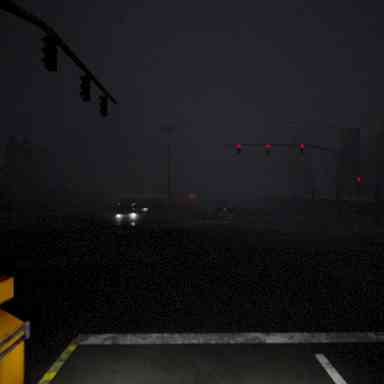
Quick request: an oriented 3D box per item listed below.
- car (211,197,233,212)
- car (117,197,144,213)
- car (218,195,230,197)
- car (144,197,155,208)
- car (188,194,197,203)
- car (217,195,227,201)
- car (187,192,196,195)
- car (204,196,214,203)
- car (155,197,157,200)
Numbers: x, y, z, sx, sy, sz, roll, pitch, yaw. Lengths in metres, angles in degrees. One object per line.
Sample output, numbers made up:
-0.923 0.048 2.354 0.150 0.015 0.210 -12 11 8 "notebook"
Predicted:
3.635 1.610 39.087 1.895 1.301 4.718 0 0 0 "car"
-7.056 1.361 37.567 2.097 1.767 4.553 0 0 0 "car"
7.061 1.493 68.113 1.882 1.535 5.008 0 0 0 "car"
-7.043 1.559 48.177 2.033 1.411 5.357 0 0 0 "car"
0.061 1.617 68.566 1.895 1.301 4.718 0 0 0 "car"
7.070 1.375 78.533 1.812 1.442 4.674 0 0 0 "car"
0.070 1.076 78.569 2.150 2.045 5.566 0 0 0 "car"
3.562 1.493 68.299 1.882 1.535 5.008 0 0 0 "car"
-7.012 1.540 59.087 1.812 1.442 4.674 0 0 0 "car"
